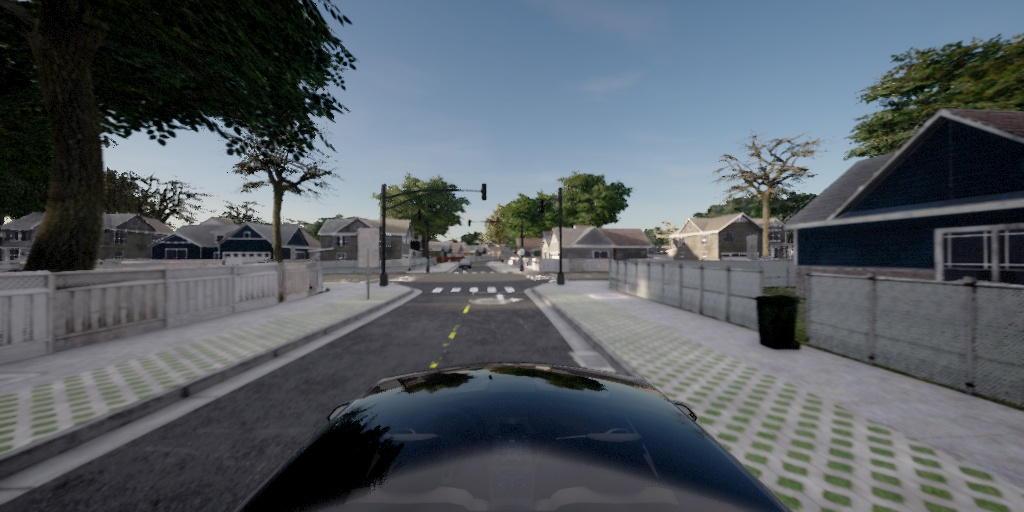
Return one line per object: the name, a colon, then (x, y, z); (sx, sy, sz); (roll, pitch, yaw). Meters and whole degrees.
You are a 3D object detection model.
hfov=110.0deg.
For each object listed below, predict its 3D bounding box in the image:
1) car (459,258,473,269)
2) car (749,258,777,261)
car: (-7.040, 1.210, 54.122); (1.882, 1.535, 5.008); (0, 1, -6)
car: (24.356, 0.994, 35.361); (5.008, 1.535, 1.882); (-1, 0, -5)
